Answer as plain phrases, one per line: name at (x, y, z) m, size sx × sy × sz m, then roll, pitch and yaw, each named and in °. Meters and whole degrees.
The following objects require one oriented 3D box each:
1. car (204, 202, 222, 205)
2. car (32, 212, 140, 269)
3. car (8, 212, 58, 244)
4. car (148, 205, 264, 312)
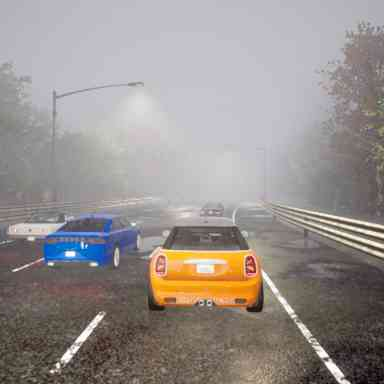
car at (1.681, 1.536, 26.488) m, size 2.033 × 1.411 × 5.357 m, roll 0°, pitch 0°, yaw 8°
car at (-3.044, 1.468, 11.150) m, size 1.882 × 1.535 × 5.008 m, roll 0°, pitch 0°, yaw 3°
car at (-6.306, 1.581, 15.550) m, size 1.895 × 1.301 × 4.718 m, roll 0°, pitch 0°, yaw 4°
car at (0.321, 1.348, 7.877) m, size 2.097 × 1.767 × 4.553 m, roll 0°, pitch 0°, yaw 2°
